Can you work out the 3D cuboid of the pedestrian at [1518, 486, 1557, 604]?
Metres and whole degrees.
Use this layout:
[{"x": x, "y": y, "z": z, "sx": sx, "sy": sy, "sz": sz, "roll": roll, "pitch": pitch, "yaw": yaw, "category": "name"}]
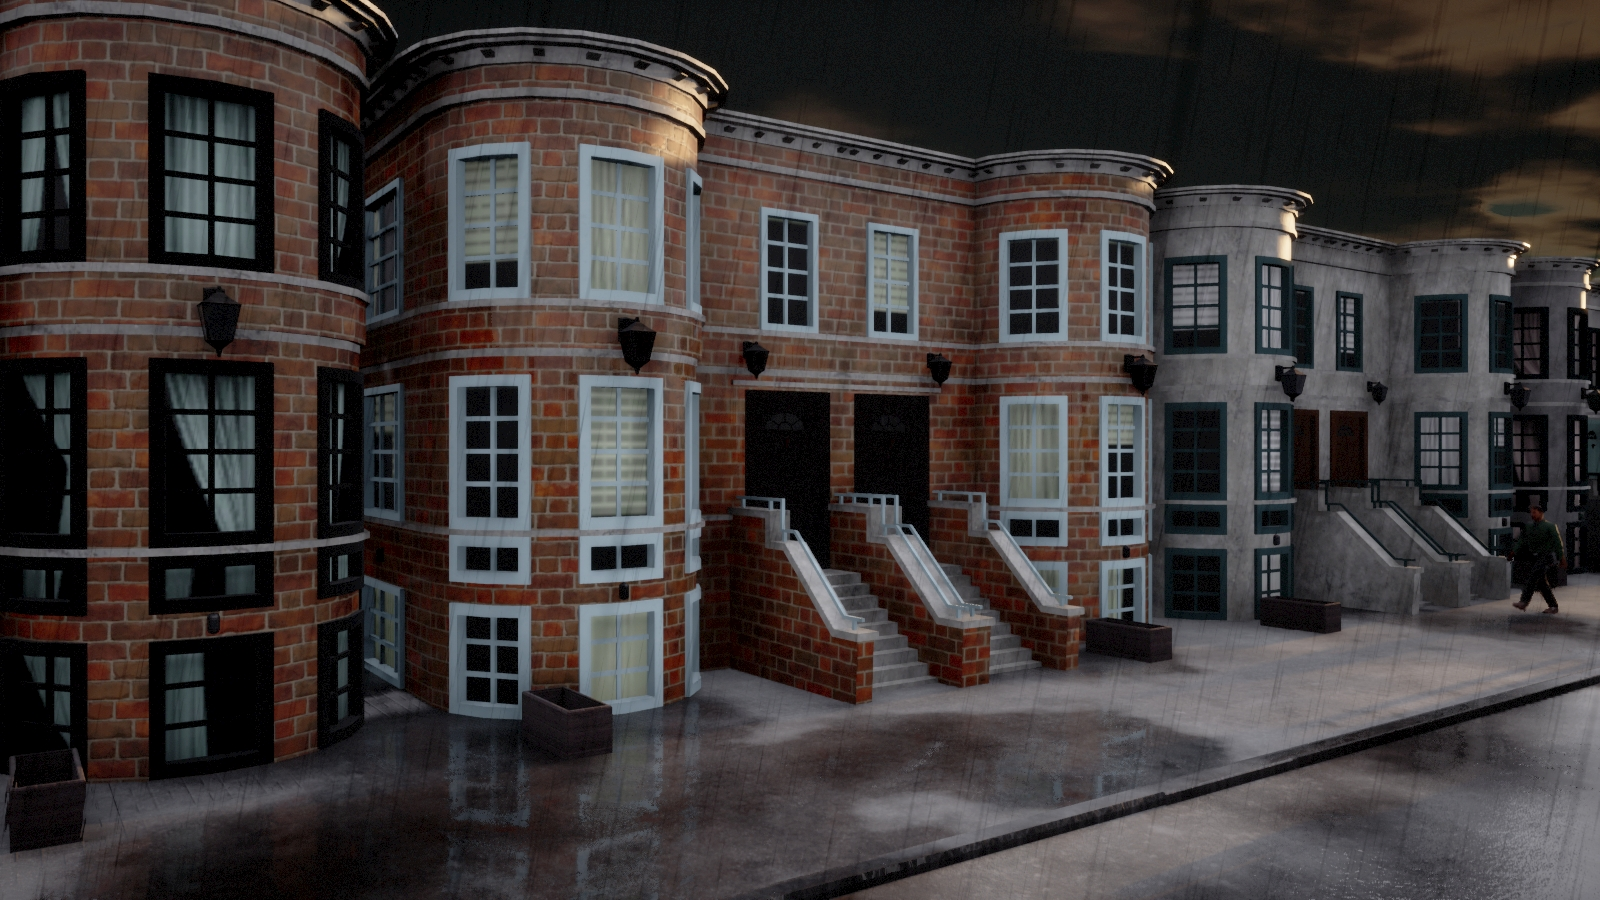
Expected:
[{"x": 11.912, "y": 1.518, "z": 18.450, "sx": 0.375, "sy": 1.860, "sz": 0.375, "roll": 0, "pitch": 0, "yaw": -14, "category": "pedestrian"}]
